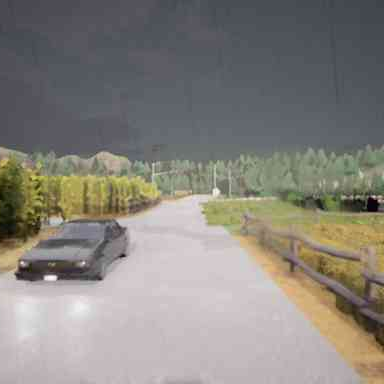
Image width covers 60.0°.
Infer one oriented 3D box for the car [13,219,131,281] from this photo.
[{"bbox_3d":[-3.150,1.546,10.100,2.033,1.411,5.357,0,0,0],"label":"car"}]
